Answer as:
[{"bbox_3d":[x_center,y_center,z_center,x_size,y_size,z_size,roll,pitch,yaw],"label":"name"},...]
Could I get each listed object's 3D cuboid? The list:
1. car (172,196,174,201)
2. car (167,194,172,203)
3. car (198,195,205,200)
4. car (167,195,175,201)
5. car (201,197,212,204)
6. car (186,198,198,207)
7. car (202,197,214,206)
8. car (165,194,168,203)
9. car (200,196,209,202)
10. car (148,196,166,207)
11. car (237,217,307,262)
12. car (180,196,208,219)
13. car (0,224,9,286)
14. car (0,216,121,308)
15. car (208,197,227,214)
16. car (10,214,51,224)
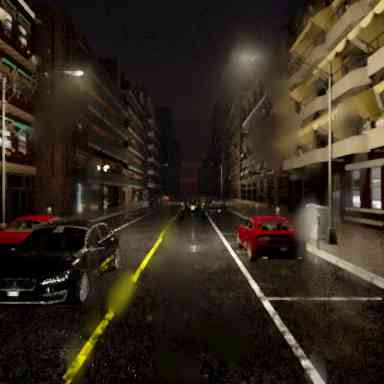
[{"bbox_3d":[-5.682,1.343,79.652,2.192,1.841,5.009,0,0,0],"label":"car"},{"bbox_3d":[-5.684,1.569,68.379,1.887,1.381,4.507,0,0,0],"label":"car"},{"bbox_3d":[2.699,1.613,90.919,1.802,1.307,4.206,0,0,0],"label":"car"},{"bbox_3d":[-5.681,1.556,90.753,1.752,1.417,4.829,0,0,0],"label":"car"},{"bbox_3d":[2.697,1.589,62.738,1.947,1.339,4.313,0,0,0],"label":"car"},{"bbox_3d":[0.005,1.621,51.825,1.895,1.301,4.718,0,0,0],"label":"car"},{"bbox_3d":[2.697,1.547,57.271,1.752,1.417,4.829,0,0,0],"label":"car"},{"bbox_3d":[-5.685,1.572,57.106,2.008,1.369,4.403,0,0,0],"label":"car"},{"bbox_3d":[2.697,1.608,74.010,1.802,1.307,4.206,0,0,0],"label":"car"},{"bbox_3d":[-5.685,1.571,51.469,2.008,1.369,4.403,0,0,0],"label":"car"},{"bbox_3d":[2.692,1.550,12.012,1.887,1.381,4.507,0,0,0],"label":"car"},{"bbox_3d":[0.075,1.363,29.240,2.097,1.767,4.553,0,0,0],"label":"car"},{"bbox_3d":[-5.689,1.443,6.380,1.967,1.590,4.097,0,0,0],"label":"car"},{"bbox_3d":[-3.041,1.510,8.139,1.837,1.490,4.892,0,0,1],"label":"car"},{"bbox_3d":[2.694,1.565,34.556,2.008,1.369,4.403,0,0,0],"label":"car"},{"bbox_3d":[-5.688,1.550,12.017,1.887,1.381,4.507,0,0,0],"label":"car"}]
